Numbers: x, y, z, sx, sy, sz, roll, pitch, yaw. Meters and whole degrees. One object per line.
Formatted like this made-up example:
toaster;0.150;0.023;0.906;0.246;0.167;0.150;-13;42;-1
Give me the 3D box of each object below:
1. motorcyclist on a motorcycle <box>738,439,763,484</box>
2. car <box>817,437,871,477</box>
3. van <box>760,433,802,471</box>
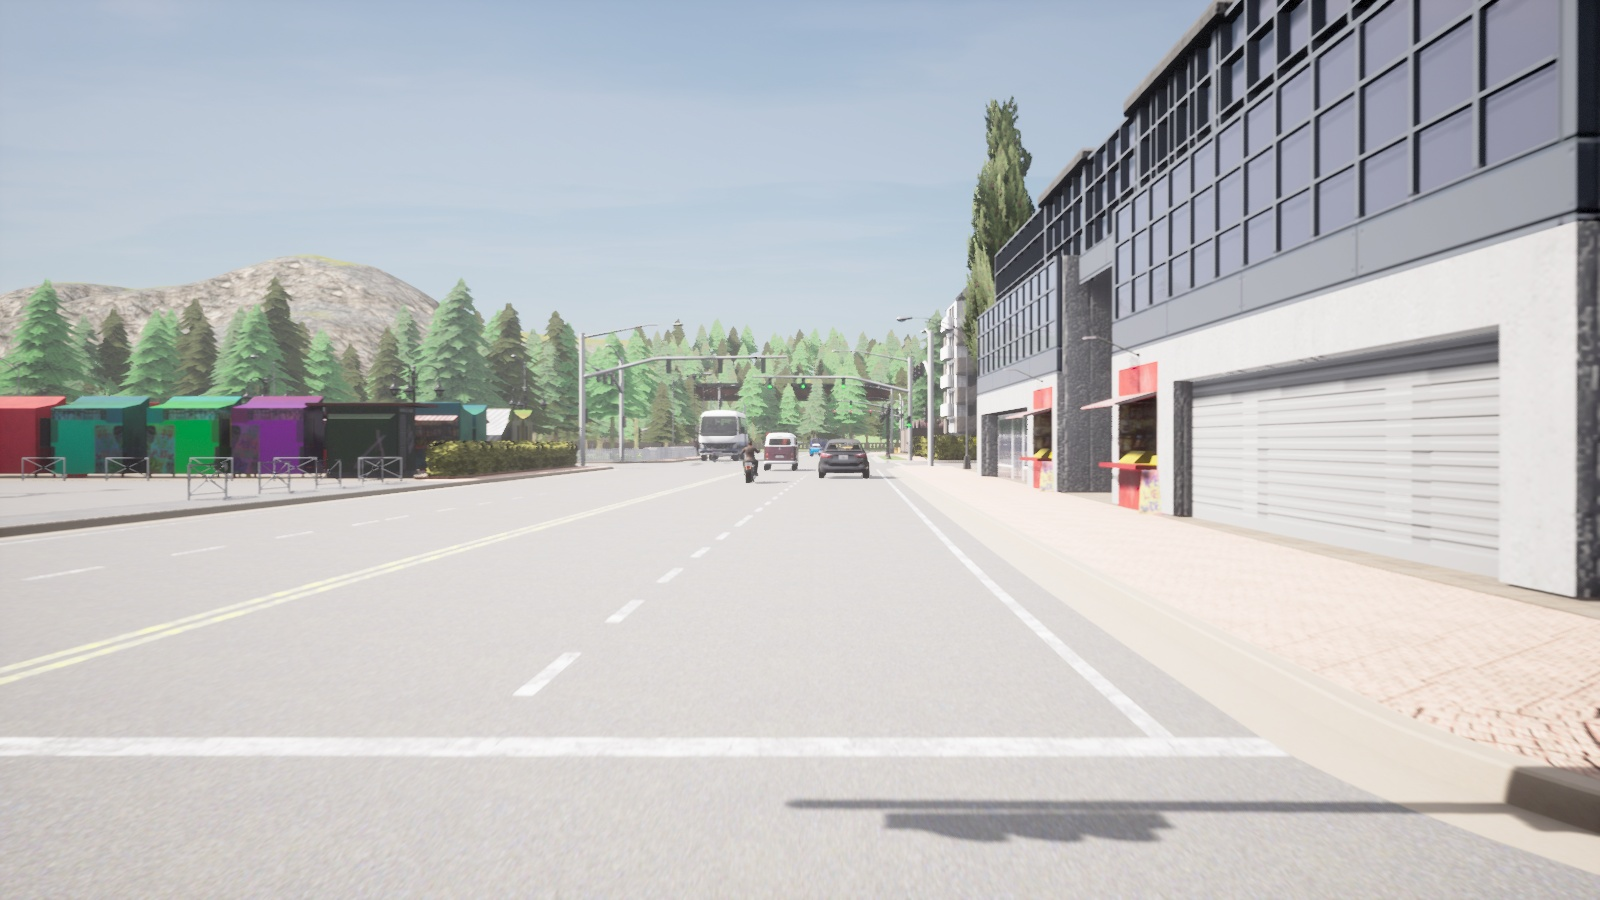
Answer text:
motorcyclist on a motorcycle;-1.872;0.427;47.615;0.766;1.649;2.350;0;0;2
car;1.925;0.283;54.868;2.242;1.667;4.611;0;0;2
van;-1.005;0.079;69.151;2.069;2.038;4.480;0;0;2
